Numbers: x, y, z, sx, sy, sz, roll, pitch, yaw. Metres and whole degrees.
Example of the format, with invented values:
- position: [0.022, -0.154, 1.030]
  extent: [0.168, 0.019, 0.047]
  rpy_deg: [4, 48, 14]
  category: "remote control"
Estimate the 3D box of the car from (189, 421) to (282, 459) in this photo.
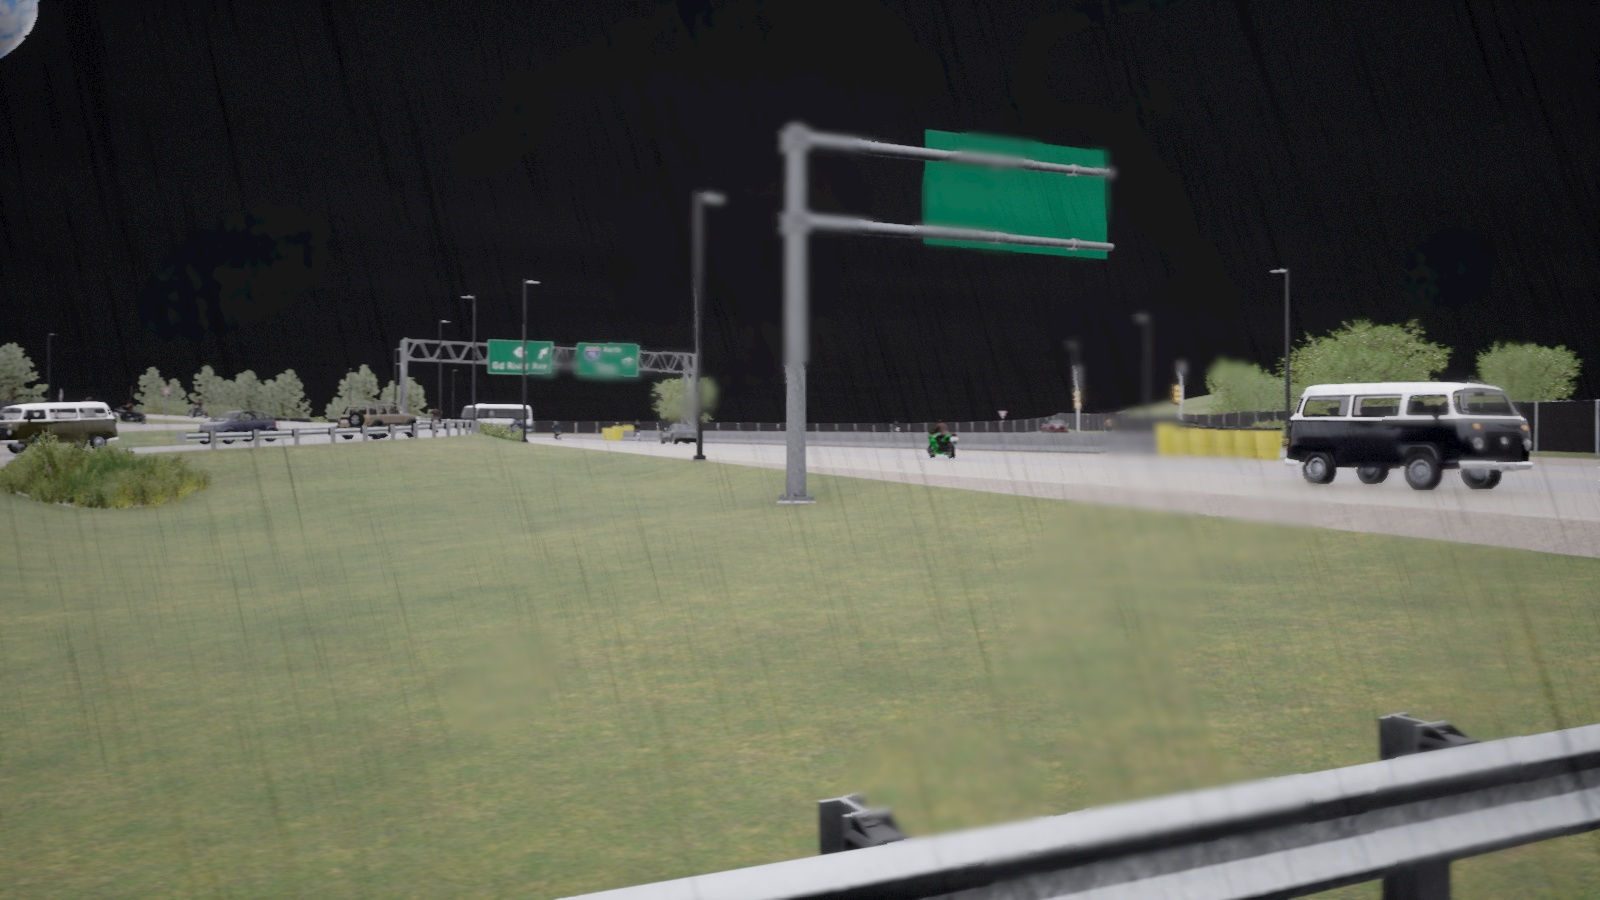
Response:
- position: [-26.562, -0.502, 59.213]
  extent: [1.789, 1.549, 3.705]
  rpy_deg: [-1, 3, 22]
  category: "car"

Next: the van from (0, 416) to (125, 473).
- position: [-30.482, -0.259, 51.419]
  extent: [2.069, 2.038, 4.480]
  rpy_deg: [-2, 3, 29]
  category: "van"

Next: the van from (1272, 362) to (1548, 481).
- position: [11.507, -0.529, 24.065]
  extent: [2.069, 2.038, 4.480]
  rpy_deg: [-1, 1, -24]
  category: "van"

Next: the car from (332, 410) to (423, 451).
- position: [-21.062, -1.015, 62.818]
  extent: [1.932, 1.855, 4.605]
  rpy_deg: [-1, 3, 17]
  category: "car"

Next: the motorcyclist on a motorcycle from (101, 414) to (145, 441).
- position: [-42.791, -1.447, 79.362]
  extent: [2.350, 1.649, 0.766]
  rpy_deg: [-1, 3, -23]
  category: "motorcyclist on a motorcycle"

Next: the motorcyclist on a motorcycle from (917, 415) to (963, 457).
- position: [5.219, -0.524, 46.997]
  extent: [0.797, 1.523, 2.044]
  rpy_deg: [-1, 1, -24]
  category: "motorcyclist on a motorcycle"

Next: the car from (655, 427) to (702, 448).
- position: [-8.397, -0.868, 86.532]
  extent: [1.994, 1.385, 4.181]
  rpy_deg: [-1, 1, -24]
  category: "car"
